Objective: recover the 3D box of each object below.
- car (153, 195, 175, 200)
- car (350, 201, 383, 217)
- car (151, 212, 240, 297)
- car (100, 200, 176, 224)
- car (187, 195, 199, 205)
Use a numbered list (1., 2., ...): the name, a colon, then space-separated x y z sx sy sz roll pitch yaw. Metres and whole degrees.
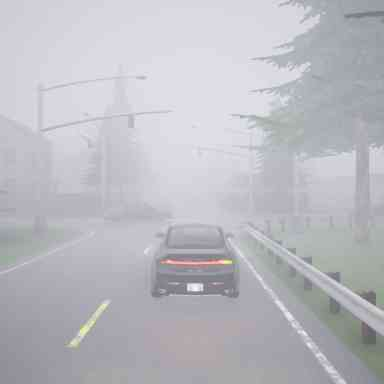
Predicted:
1. car: -3.525 1.505 41.726 1.837 1.490 4.892 0 0 0
2. car: 15.326 1.490 26.742 4.892 1.490 1.837 0 0 0
3. car: 0.078 1.505 8.533 1.837 1.490 4.892 0 0 0
4. car: -4.107 1.539 24.985 5.357 1.411 2.033 0 0 -29
5. car: 0.193 1.352 57.750 2.097 1.767 4.553 0 0 0
